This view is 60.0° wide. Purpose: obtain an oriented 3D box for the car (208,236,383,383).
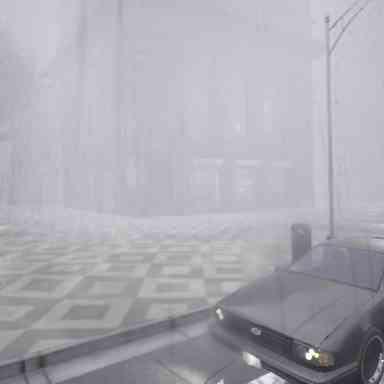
[{"bbox_3d":[2.829,1.489,5.380,5.357,1.411,2.033,-1,0,-36],"label":"car"}]
